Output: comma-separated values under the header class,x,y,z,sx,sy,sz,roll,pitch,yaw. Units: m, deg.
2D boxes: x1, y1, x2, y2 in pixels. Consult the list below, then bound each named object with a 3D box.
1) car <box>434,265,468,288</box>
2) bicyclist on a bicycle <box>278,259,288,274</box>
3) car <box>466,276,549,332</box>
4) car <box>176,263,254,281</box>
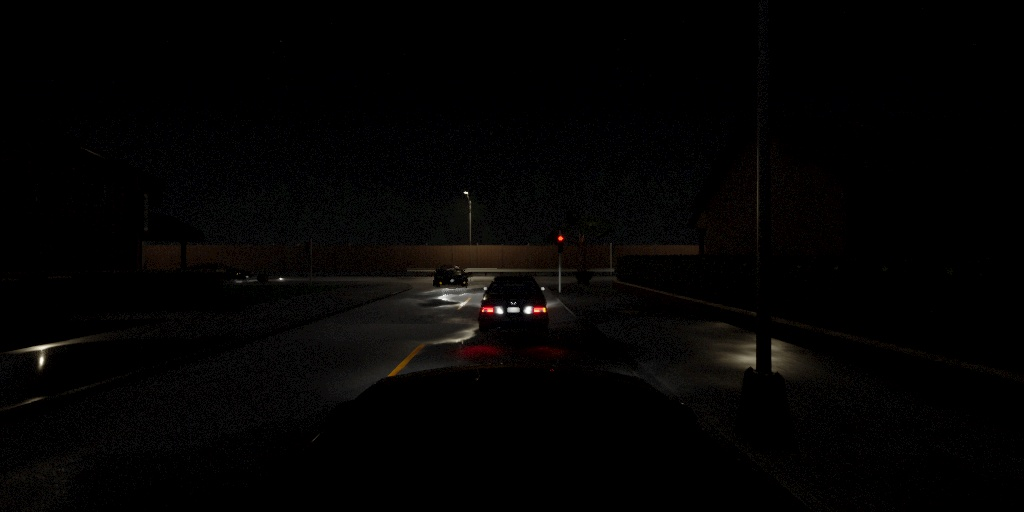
class,x,y,z,sx,sy,sz,roll,pitch,yaw
car,-4.068,1.314,23.768,1.994,1.385,4.181,0,0,-13
bicyclist on a bicycle,-23.971,1.099,37.490,0.582,1.620,1.656,0,0,0
car,0.058,1.297,10.836,2.033,1.411,5.357,0,0,1
car,-24.148,1.297,29.092,5.357,1.411,2.033,0,0,0
